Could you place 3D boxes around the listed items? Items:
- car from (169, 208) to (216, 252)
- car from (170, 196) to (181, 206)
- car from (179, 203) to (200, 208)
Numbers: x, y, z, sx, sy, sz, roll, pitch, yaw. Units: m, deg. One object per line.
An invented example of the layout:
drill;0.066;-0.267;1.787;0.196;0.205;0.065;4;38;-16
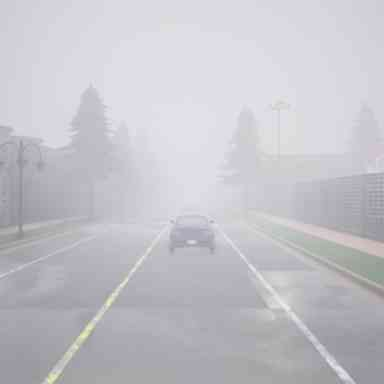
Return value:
car;0.005;1.660;14.385;1.812;1.442;4.674;0;0;0
car;-3.493;1.895;72.201;2.150;2.045;5.566;0;-1;0
car;0.004;1.871;29.104;1.895;1.301;4.718;0;0;0
